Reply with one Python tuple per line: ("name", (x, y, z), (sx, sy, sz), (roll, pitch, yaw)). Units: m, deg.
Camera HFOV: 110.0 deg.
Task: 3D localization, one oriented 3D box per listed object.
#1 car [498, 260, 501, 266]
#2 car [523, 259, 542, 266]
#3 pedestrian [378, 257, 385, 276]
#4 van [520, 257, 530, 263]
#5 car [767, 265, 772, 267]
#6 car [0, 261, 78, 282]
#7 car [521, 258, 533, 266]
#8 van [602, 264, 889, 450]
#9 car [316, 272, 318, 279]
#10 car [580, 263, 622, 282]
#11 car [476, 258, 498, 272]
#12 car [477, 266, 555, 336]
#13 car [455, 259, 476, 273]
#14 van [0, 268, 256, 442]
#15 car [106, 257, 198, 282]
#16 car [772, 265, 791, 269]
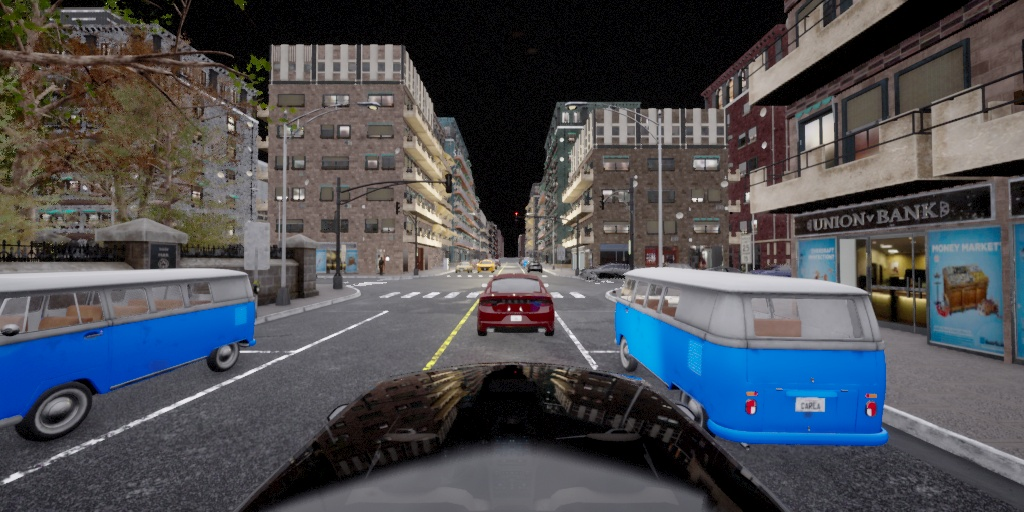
("car", (-3.109, 1.318, 54.315), (2.033, 1.411, 5.357), (0, 0, 0))
("car", (2.682, 1.331, 43.001), (1.948, 1.339, 4.313), (0, 0, 0))
("pedestrian", (-12.546, 0.969, 34.440), (0.375, 1.860, 0.375), (0, -1, 1))
("van", (2.678, 1.114, 59.928), (1.690, 1.789, 3.998), (0, 0, 0))
("car", (13.529, 1.333, 22.791), (4.313, 1.339, 1.948), (0, 0, 1))
("car", (-35.364, 1.094, 25.972), (5.357, 1.411, 2.033), (0, -1, 1))
("car", (2.681, 1.318, 48.644), (2.007, 1.370, 4.403), (0, 0, 0))
("van", (2.658, 1.092, 5.055), (1.690, 1.789, 3.998), (0, 0, 0))
("car", (-16.610, 1.139, 25.746), (4.902, 1.511, 2.128), (0, -1, 1))
("car", (8.002, 1.322, 29.073), (4.902, 1.511, 2.128), (1, -1, 7))
("car", (-3.111, 1.243, 43.692), (1.882, 1.535, 5.008), (0, 0, 0))
("car", (0.096, 1.230, 10.416), (1.882, 1.535, 5.008), (0, 0, 0))
("car", (-5.698, 1.291, 42.829), (1.751, 1.417, 4.829), (0, 0, 0))
("van", (-5.657, 1.092, 5.055), (1.690, 1.789, 3.998), (0, 0, 0))
("car", (-25.837, 0.950, 25.856), (4.553, 1.767, 2.097), (0, -1, 1))
("car", (21.007, 1.439, 28.514), (4.674, 1.442, 1.812), (1, -1, 1))
